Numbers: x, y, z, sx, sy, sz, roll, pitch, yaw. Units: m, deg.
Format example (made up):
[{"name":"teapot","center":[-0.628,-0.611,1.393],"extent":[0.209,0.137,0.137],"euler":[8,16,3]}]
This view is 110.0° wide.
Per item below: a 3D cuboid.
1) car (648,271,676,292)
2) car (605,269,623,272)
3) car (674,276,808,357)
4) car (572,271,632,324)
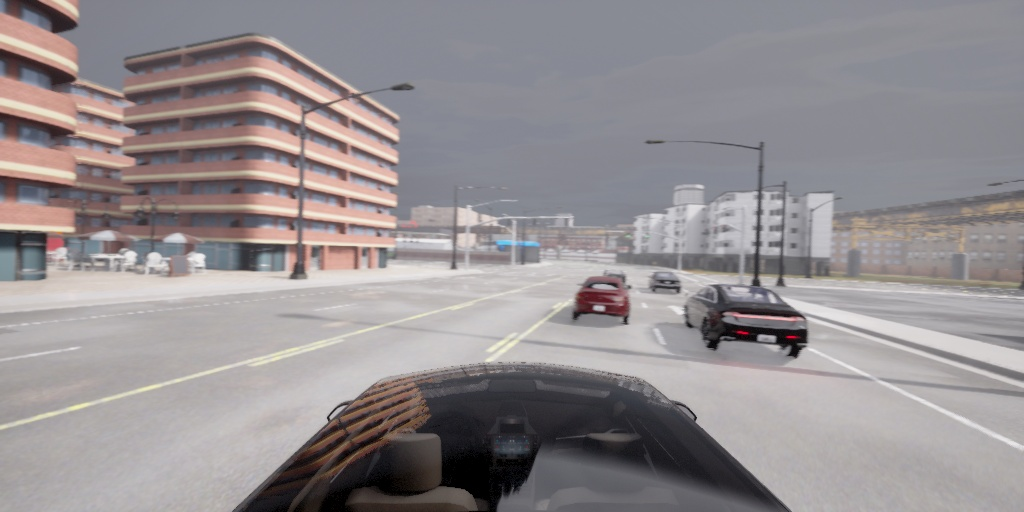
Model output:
[{"name":"car","center":[10.922,1.810,25.846],"extent":[2.033,1.411,5.357],"euler":[2,0,17]},{"name":"car","center":[8.605,1.768,30.215],"extent":[1.895,1.301,4.718],"euler":[2,0,17]},{"name":"car","center":[5.928,1.508,9.642],"extent":[2.128,1.511,4.902],"euler":[2,0,17]},{"name":"car","center":[3.321,1.449,13.064],"extent":[1.812,1.442,4.674],"euler":[2,0,17]}]
